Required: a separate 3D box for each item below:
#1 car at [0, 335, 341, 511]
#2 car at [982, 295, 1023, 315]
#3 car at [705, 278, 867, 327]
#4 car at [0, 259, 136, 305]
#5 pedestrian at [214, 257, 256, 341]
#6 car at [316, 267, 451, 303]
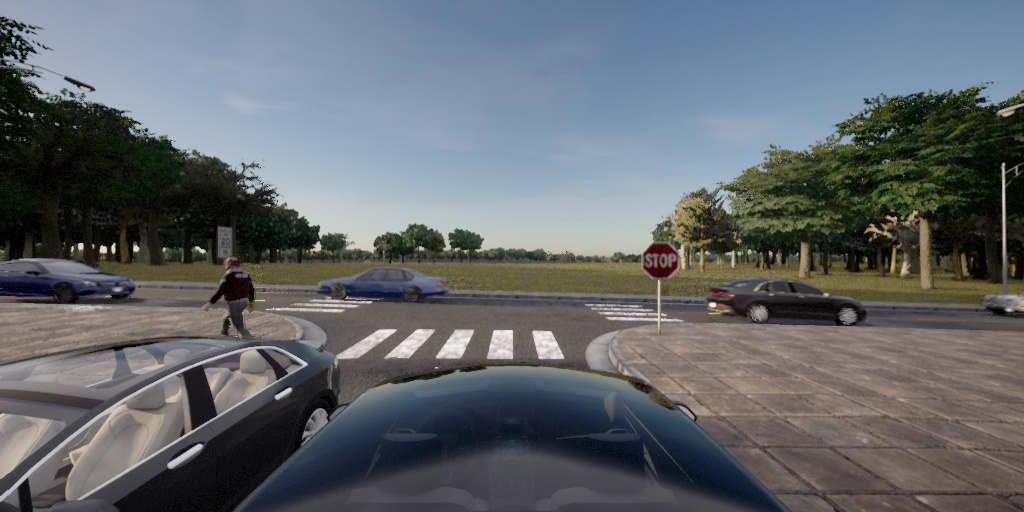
[{"bbox_3d":[-2.636,1.300,2.076,2.007,1.370,4.403,0,0,0],"label":"car"},{"bbox_3d":[23.596,2.062,15.423,4.718,1.301,1.895,2,0,0],"label":"car"},{"bbox_3d":[9.415,1.532,12.509,4.892,1.490,1.837,2,0,0],"label":"car"},{"bbox_3d":[-16.136,0.840,12.568,4.674,1.442,1.812,2,0,0],"label":"car"},{"bbox_3d":[-4.937,0.888,6.422,0.375,1.860,0.375,1,0,0],"label":"pedestrian"},{"bbox_3d":[-5.396,1.184,15.492,5.357,1.411,2.033,2,0,0],"label":"car"}]
